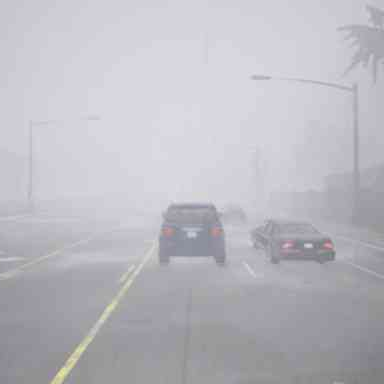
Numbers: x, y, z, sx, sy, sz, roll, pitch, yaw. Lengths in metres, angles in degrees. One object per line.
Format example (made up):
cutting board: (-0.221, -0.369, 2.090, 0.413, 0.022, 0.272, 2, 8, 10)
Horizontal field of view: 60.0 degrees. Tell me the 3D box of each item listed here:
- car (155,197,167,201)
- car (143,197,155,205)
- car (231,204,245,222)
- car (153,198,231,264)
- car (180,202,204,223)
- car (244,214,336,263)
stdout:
car: (-5.453, 1.853, 68.145, 1.812, 1.442, 4.674, 0, 0, 12)
car: (-8.690, 1.830, 69.619, 1.882, 1.535, 5.008, 0, 0, 12)
car: (3.521, 1.746, 28.856, 1.812, 1.442, 4.674, 0, 0, 0)
car: (0.008, 1.366, 12.584, 2.150, 2.045, 5.566, 0, 0, 0)
car: (0.024, 1.701, 29.218, 1.882, 1.535, 5.008, 0, 0, 0)
car: (3.509, 1.687, 12.531, 2.033, 1.411, 5.357, 0, 0, 0)
